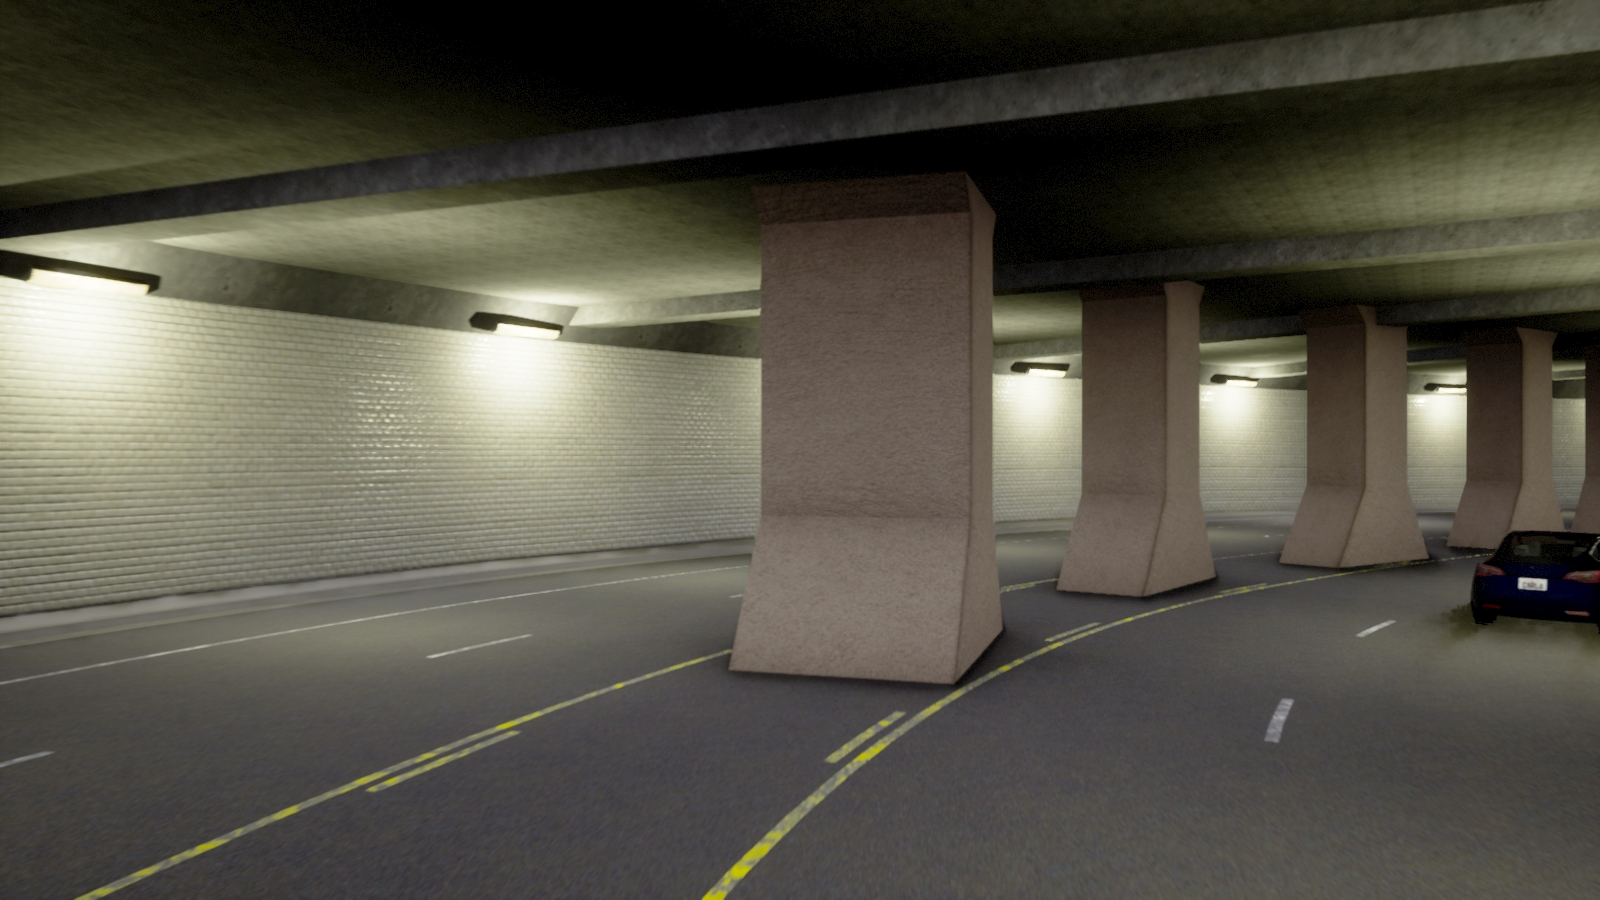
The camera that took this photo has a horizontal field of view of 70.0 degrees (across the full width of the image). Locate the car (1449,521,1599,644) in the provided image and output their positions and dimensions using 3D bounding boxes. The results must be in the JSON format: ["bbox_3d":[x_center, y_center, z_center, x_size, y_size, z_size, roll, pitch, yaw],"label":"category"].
[{"bbox_3d":[12.605,2.067,18.925,2.163,1.488,4.792,0,0,43],"label":"car"}]
